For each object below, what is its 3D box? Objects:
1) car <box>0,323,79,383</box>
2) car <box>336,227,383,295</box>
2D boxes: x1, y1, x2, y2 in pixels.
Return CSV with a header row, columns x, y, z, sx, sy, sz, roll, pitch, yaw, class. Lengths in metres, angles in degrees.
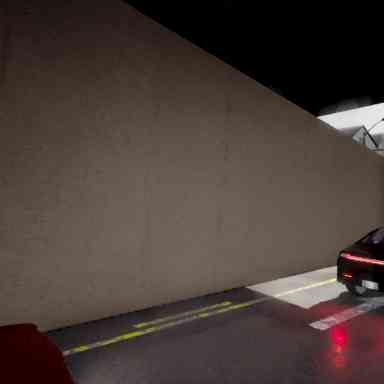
x,y,z,sx,sy,sz,roll,pitch,yaw,class
-2.998,1.601,1.687,4.718,1.301,1.895,0,0,-35,car
5.244,1.491,7.512,4.902,1.511,2.128,0,0,-35,car
